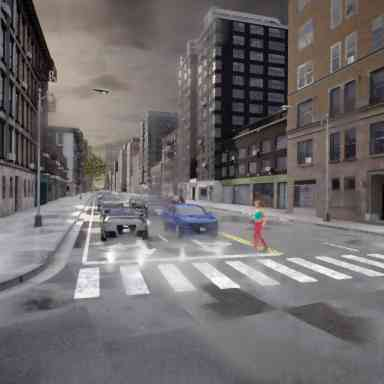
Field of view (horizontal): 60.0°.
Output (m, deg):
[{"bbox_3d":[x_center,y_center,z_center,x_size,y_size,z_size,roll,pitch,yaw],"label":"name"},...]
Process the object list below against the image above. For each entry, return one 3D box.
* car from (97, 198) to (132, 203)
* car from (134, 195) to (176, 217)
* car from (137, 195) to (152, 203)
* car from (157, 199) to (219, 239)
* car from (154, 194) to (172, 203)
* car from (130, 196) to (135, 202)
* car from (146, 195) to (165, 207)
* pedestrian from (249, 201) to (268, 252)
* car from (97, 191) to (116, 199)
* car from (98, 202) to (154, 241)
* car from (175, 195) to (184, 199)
[{"bbox_3d":[-5.684,1.363,24.022,1.895,1.301,4.718,1,0,-16],"label":"car"},{"bbox_3d":[-3.062,1.272,26.658,2.128,1.511,4.902,1,0,-16],"label":"car"},{"bbox_3d":[-8.122,1.168,56.326,1.895,1.301,4.718,1,0,-16],"label":"car"},{"bbox_3d":[-0.220,1.337,16.797,1.882,1.535,5.008,1,0,-16],"label":"car"},{"bbox_3d":[-4.991,1.148,57.196,2.033,1.411,5.357,1,0,-16],"label":"car"},{"bbox_3d":[-5.893,1.204,36.529,1.837,1.490,4.892,1,0,-16],"label":"car"},{"bbox_3d":[-5.200,1.162,46.365,1.837,1.490,4.892,1,0,-16],"label":"car"},{"bbox_3d":[2.392,1.204,11.944,0.375,1.860,0.375,1,0,-16],"label":"pedestrian"},{"bbox_3d":[-8.449,1.036,33.661,2.097,1.767,4.553,1,0,-16],"label":"car"},{"bbox_3d":[-3.260,1.393,15.599,1.994,1.385,4.181,1,0,-16],"label":"car"},{"bbox_3d":[-2.166,1.213,47.536,1.812,1.442,4.674,1,0,-15],"label":"car"}]
